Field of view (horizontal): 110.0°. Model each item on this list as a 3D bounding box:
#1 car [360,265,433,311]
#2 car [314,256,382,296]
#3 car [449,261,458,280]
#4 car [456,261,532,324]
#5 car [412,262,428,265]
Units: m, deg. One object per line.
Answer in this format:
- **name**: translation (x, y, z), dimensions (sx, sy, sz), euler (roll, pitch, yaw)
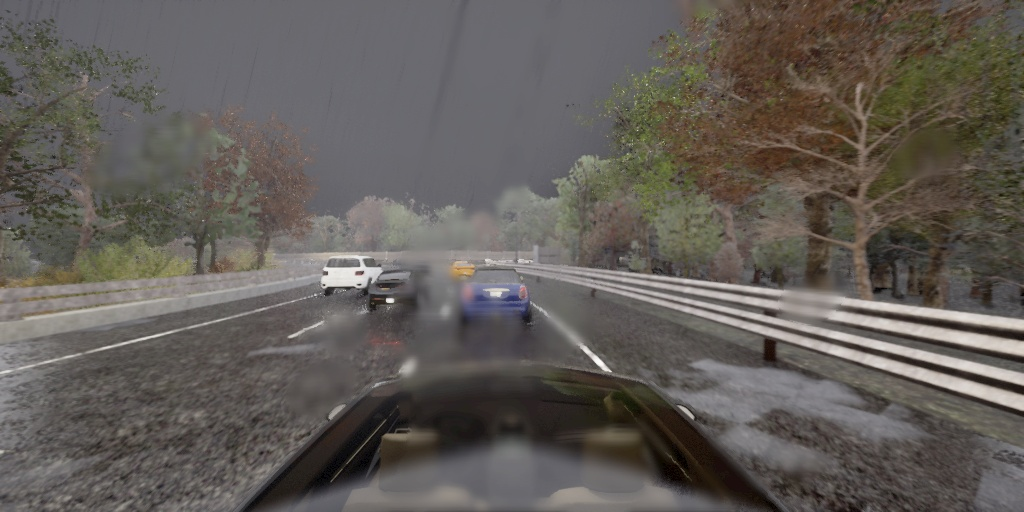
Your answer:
- **car**: translation (-4.427, 1.275, 14.656), dimensions (1.837, 1.490, 4.892), euler (0, 0, -7)
- **car**: translation (-8.672, 1.008, 20.011), dimensions (2.150, 2.045, 5.566), euler (0, 0, -9)
- **car**: translation (-4.403, 1.251, 31.727), dimensions (1.882, 1.535, 5.008), euler (0, 0, -16)
- **car**: translation (-0.638, 1.107, 12.227), dimensions (2.097, 1.767, 4.553), euler (0, 0, -6)
- **car**: translation (-9.097, 1.297, 35.413), dimensions (1.837, 1.490, 4.892), euler (0, 0, -18)
